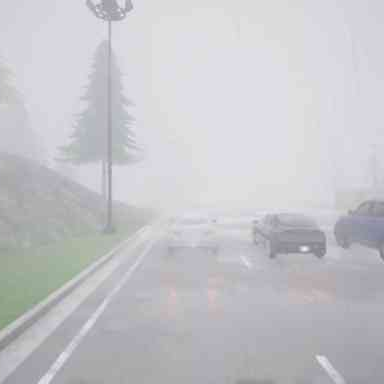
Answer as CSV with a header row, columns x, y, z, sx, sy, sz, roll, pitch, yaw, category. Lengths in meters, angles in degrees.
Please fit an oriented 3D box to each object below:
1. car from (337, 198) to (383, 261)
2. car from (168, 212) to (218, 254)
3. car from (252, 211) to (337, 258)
x,y,z,sx,sy,sz,roll,pitch,yaw,category
7.030,1.229,11.646,2.150,2.045,5.566,0,0,1,car
0.051,1.533,13.481,1.812,1.442,4.674,0,0,1,car
3.544,1.513,12.815,1.837,1.490,4.892,0,0,1,car
